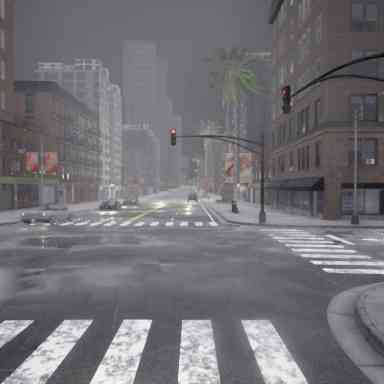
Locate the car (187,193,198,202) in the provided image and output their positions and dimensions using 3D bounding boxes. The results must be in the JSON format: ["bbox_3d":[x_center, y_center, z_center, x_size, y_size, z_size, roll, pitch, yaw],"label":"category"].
[{"bbox_3d":[0.122,1.163,71.965,2.150,2.045,5.566,0,0,0],"label":"car"}]

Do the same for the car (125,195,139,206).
[{"bbox_3d":[-9.787,1.327,53.275,2.097,1.767,4.553,0,0,0],"label":"car"}]

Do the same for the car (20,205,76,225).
[{"bbox_3d":[-10.161,1.580,23.850,1.895,1.301,4.718,0,-1,5],"label":"car"}]

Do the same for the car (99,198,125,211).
[{"bbox_3d":[-9.814,1.553,40.199,1.994,1.385,4.181,0,0,0],"label":"car"}]
